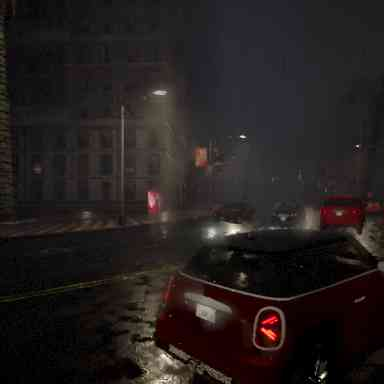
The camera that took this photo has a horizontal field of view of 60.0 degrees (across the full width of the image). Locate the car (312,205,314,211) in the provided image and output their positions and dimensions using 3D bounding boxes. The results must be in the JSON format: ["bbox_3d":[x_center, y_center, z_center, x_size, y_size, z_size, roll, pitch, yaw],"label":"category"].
[{"bbox_3d":[14.239,1.543,35.551,1.994,1.385,4.181,0,0,8],"label":"car"}]

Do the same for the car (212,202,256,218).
[{"bbox_3d":[3.097,1.459,23.830,1.882,1.535,5.008,0,0,27],"label":"car"}]

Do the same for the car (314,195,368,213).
[{"bbox_3d":[8.908,1.211,19.546,2.150,2.045,5.566,0,0,29],"label":"car"}]

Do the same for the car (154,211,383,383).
[{"bbox_3d":[1.736,1.348,5.063,4.553,1.767,2.097,0,0,-42],"label":"car"}]

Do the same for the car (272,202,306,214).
[{"bbox_3d":[6.978,1.476,23.750,2.128,1.511,4.902,0,0,26],"label":"car"}]

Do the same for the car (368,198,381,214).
[{"bbox_3d":[17.577,1.332,34.297,2.097,1.767,4.553,0,0,9],"label":"car"}]
